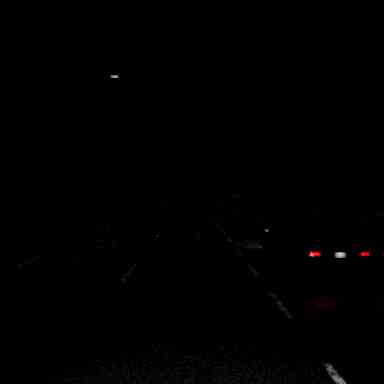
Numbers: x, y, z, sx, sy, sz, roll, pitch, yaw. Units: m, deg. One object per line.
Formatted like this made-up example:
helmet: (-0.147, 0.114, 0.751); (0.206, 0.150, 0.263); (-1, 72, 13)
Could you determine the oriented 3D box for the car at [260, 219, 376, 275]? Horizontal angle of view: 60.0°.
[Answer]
car: (3.504, 1.537, 10.361); (2.033, 1.411, 5.357); (0, 0, 0)
